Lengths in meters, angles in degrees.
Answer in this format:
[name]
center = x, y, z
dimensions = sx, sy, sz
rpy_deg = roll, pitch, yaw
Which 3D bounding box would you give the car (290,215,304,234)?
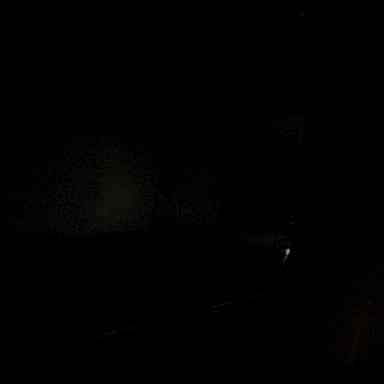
[car]
center = 7.360, 1.486, 17.847
dimensions = 5.008, 1.535, 1.882
rpy_deg = 0, 0, -36
